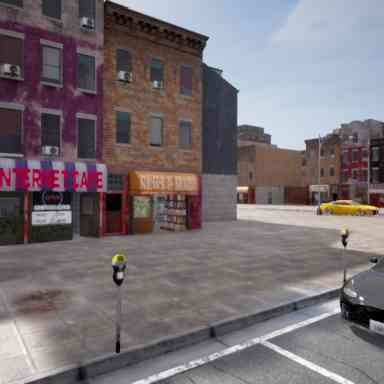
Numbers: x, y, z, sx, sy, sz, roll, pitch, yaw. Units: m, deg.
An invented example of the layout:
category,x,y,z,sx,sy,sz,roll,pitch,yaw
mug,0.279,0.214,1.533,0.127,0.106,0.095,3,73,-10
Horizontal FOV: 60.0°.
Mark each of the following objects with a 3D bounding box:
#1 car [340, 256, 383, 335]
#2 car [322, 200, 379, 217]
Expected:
category,x,y,z,sx,sy,sz,roll,pitch,yaw
car,4.467,1.567,5.979,4.313,1.339,1.947,0,0,-35
car,14.576,1.517,30.891,1.882,1.535,5.008,1,0,-35
